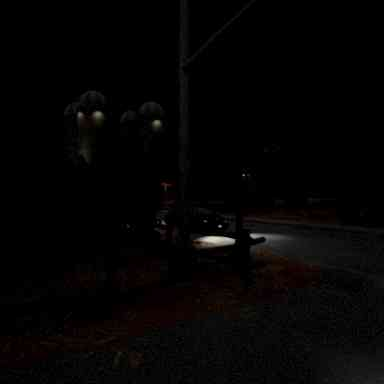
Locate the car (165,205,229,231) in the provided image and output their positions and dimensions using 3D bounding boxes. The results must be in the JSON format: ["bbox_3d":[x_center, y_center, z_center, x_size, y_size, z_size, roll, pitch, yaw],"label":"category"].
[{"bbox_3d":[0.117,1.529,19.433,1.812,1.442,4.674,0,0,-36],"label":"car"}]
